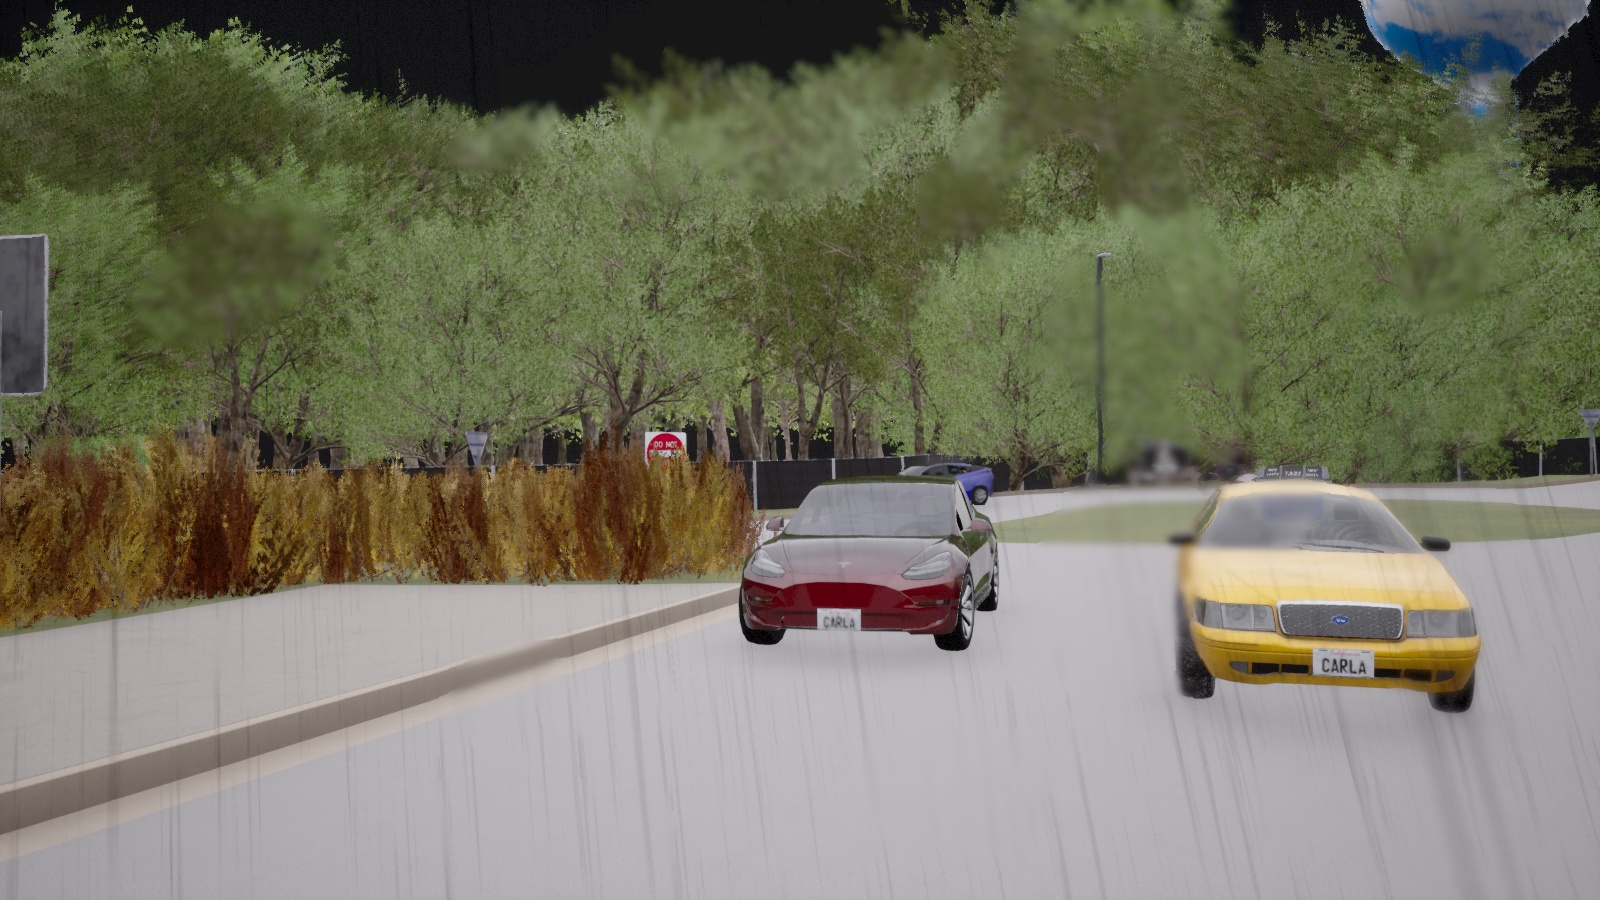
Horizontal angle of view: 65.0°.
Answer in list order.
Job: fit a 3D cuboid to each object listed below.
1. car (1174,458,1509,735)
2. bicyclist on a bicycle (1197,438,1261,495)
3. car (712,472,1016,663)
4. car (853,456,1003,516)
[{"bbox_3d":[3.950,0.863,10.039,1.801,1.575,5.366,0,0,16],"label":"car"},{"bbox_3d":[13.679,0.529,40.093,1.843,1.776,0.659,-1,2,15],"label":"bicyclist on a bicycle"},{"bbox_3d":[0.887,0.986,12.515,2.163,1.488,4.792,-1,-1,13],"label":"car"},{"bbox_3d":[4.280,1.158,41.696,4.514,1.525,2.007,-6,2,-29],"label":"car"}]
